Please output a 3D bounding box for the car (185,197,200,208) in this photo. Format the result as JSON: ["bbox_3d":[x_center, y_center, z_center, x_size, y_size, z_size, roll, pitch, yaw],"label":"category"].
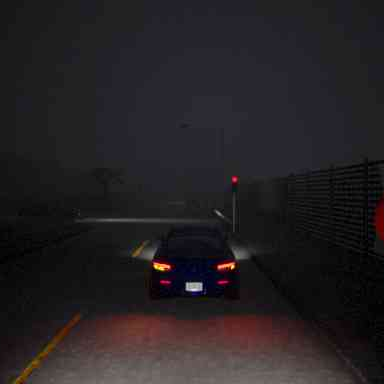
[{"bbox_3d":[0.133,1.510,47.870,1.837,1.490,4.892,0,0,0],"label":"car"}]

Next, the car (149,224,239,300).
[{"bbox_3d":[0.058,1.527,8.242,1.812,1.442,4.674,0,0,1],"label":"car"}]

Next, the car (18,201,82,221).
[{"bbox_3d":[-11.424,1.495,26.800,4.902,1.511,2.128,0,0,6],"label":"car"}]
